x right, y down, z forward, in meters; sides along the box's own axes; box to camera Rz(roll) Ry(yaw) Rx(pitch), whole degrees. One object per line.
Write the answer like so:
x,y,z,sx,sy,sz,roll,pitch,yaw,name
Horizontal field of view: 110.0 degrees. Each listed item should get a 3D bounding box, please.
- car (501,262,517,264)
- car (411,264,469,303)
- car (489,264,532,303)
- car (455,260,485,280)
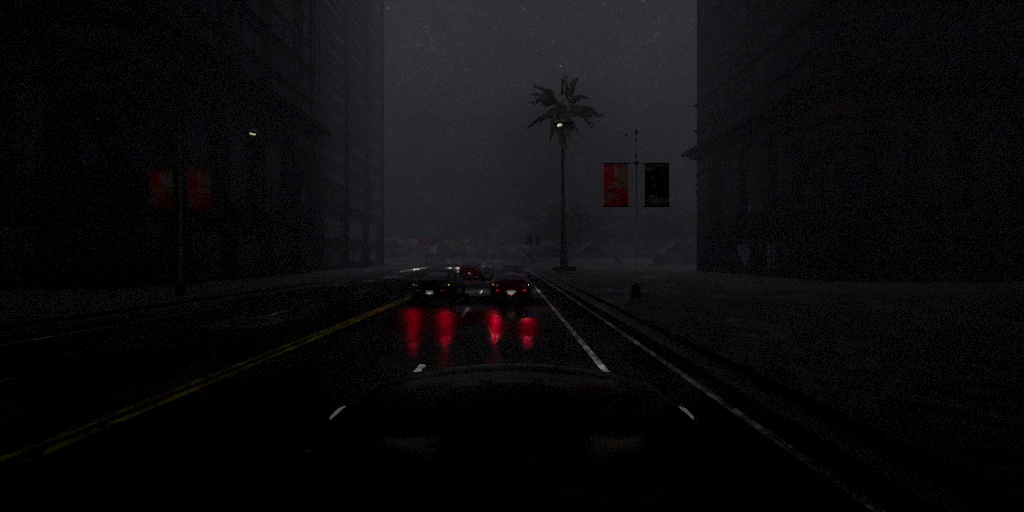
-0.250,1.261,31.655,2.128,1.511,4.902,0,0,-1,car
-3.313,1.285,16.588,1.812,1.442,4.674,0,0,0,car
-0.063,1.285,16.615,1.812,1.442,4.674,0,0,0,car
-3.500,1.250,31.601,1.882,1.535,5.008,0,0,-1,car
